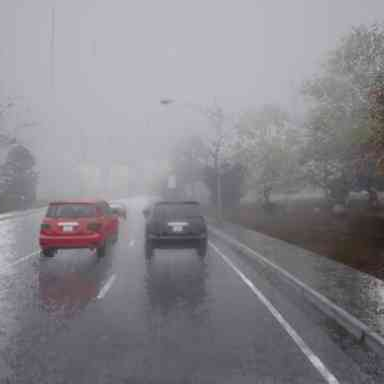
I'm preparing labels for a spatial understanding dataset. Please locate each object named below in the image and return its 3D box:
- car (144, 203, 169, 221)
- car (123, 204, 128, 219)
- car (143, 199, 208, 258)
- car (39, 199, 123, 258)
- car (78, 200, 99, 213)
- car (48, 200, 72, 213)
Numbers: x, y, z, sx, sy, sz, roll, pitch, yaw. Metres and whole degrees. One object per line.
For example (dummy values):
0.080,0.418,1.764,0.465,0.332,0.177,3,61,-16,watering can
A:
-3.325,1.739,30.415,1.994,1.385,4.181,0,0,-10,car
-6.881,1.708,30.414,1.812,1.442,4.674,0,0,-11,car
-0.754,1.295,13.300,2.150,2.045,5.566,0,-1,-6,car
-4.280,1.306,13.413,2.150,2.045,5.566,0,0,-6,car
-13.019,1.803,42.109,2.033,1.411,5.357,0,0,-12,car
-16.575,1.753,42.002,2.128,1.511,4.902,0,0,-12,car
